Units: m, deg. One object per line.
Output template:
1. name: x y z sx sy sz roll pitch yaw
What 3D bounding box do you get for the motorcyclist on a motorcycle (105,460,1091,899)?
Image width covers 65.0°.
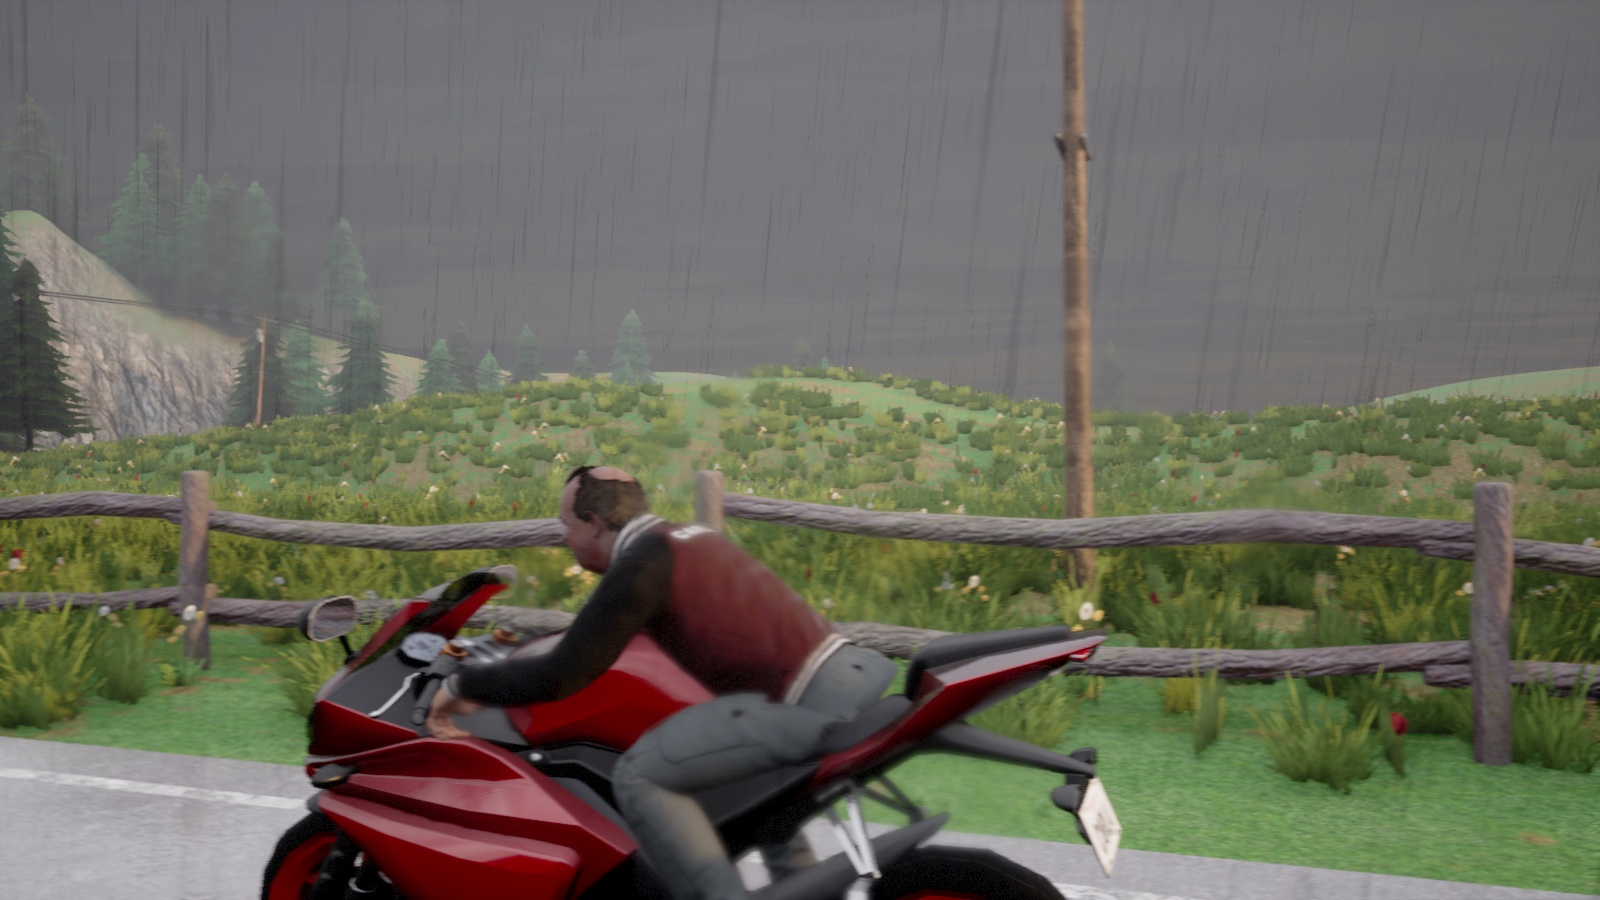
1. motorcyclist on a motorcycle: -0.464 0.811 3.033 2.191 1.530 0.866 1 1 19
